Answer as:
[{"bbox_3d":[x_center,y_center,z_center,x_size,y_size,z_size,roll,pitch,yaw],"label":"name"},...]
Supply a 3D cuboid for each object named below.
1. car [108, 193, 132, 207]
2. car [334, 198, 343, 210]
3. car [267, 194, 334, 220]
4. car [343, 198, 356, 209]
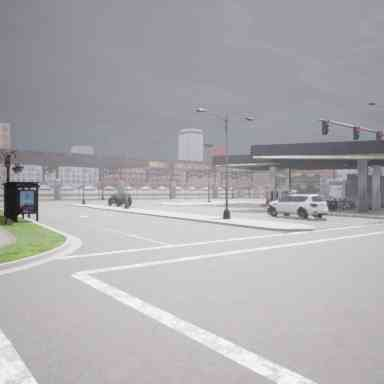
[{"bbox_3d":[-11.347,1.222,52.236,2.150,2.045,5.566,0,0,-35],"label":"car"},{"bbox_3d":[14.343,1.295,38.345,2.242,1.667,4.611,0,0,-35],"label":"car"},{"bbox_3d":[9.051,1.221,28.991,2.150,2.045,5.566,0,0,-33],"label":"car"},{"bbox_3d":[18.617,1.455,42.259,1.970,1.475,3.806,0,0,-35],"label":"car"}]
